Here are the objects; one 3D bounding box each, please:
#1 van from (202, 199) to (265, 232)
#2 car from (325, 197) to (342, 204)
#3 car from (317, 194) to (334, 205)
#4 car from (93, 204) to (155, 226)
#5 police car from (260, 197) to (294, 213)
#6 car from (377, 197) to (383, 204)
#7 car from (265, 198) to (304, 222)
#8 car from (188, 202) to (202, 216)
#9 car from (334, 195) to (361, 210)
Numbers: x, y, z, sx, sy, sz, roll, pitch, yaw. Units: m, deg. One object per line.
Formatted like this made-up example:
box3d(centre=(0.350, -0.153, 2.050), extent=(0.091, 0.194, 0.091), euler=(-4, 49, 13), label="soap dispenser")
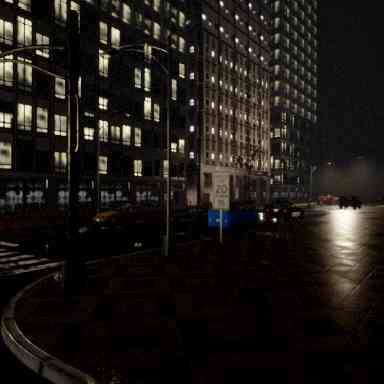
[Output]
box3d(centre=(2.612, 1.368, 20.273), extent=(1.690, 1.788, 3.998), euler=(0, 0, 38), label="van")
box3d(centre=(28.530, 1.624, 66.953), extent=(2.008, 1.369, 4.403), euler=(0, 0, 38), label="car")
box3d(centre=(25.132, 1.380, 62.548), extent=(2.192, 1.841, 5.009), euler=(0, 0, 38), label="car")
box3d(centre=(-4.774, 1.540, 23.995), extent=(1.752, 1.417, 4.829), euler=(0, 0, 38), label="car")
box3d(centre=(9.967, 1.459, 38.689), extent=(1.930, 1.638, 5.238), euler=(0, 0, 38), label="police car")
box3d(centre=(38.167, 1.658, 66.543), extent=(1.947, 1.339, 4.313), euler=(0, 0, 38), label="car")
box3d(centre=(7.581, 1.472, 26.897), extent=(1.967, 1.590, 4.097), euler=(0, 0, 38), label="car")
box3d(centre=(1.342, 1.604, 31.711), extent=(1.802, 1.307, 4.206), euler=(0, 0, 38), label="car")
box3d(centre=(21.175, 1.368, 44.518), extent=(2.192, 1.841, 5.009), euler=(0, 0, 38), label="car")
